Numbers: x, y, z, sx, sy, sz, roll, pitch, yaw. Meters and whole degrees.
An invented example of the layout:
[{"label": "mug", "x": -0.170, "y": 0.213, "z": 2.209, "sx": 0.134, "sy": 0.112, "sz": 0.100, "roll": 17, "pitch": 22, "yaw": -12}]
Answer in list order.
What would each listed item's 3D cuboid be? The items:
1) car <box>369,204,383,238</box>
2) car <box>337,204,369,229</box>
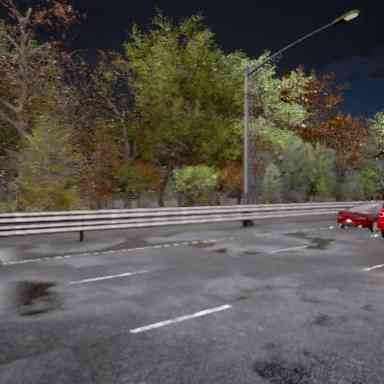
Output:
[{"label": "car", "x": 11.101, "y": 1.201, "z": 15.926, "sx": 5.566, "sy": 2.045, "sz": 2.150, "roll": 0, "pitch": 0, "yaw": -35}, {"label": "car", "x": 10.775, "y": 1.456, "z": 19.980, "sx": 5.008, "sy": 1.535, "sz": 1.882, "roll": 0, "pitch": 0, "yaw": -35}]
